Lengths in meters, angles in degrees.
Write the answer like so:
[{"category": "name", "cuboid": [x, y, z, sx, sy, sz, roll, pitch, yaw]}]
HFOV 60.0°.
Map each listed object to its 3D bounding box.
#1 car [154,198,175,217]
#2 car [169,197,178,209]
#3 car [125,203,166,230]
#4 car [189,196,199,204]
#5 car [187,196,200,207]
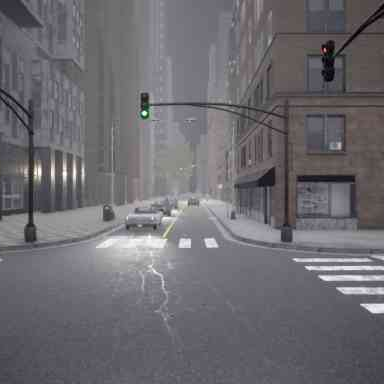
[{"category": "car", "cuboid": [-2.954, 1.560, 31.408, 1.994, 1.385, 4.181, 0, 0, 0]}, {"category": "car", "cuboid": [-2.879, 1.484, 44.421, 2.128, 1.511, 4.902, 0, 0, 1]}, {"category": "car", "cuboid": [-2.992, 1.600, 21.202, 1.895, 1.301, 4.718, 0, 0, 0]}, {"category": "car", "cuboid": [0.288, 1.506, 62.693, 1.812, 1.442, 4.674, 0, 0, 0]}, {"category": "car", "cuboid": [0.240, 1.479, 52.271, 2.128, 1.511, 4.902, 0, 0, 0]}]
